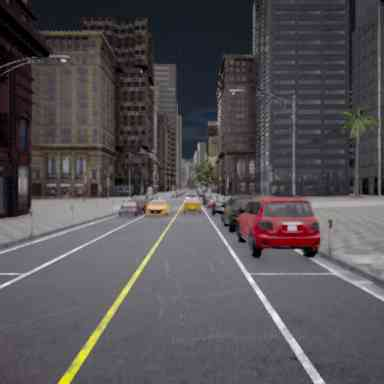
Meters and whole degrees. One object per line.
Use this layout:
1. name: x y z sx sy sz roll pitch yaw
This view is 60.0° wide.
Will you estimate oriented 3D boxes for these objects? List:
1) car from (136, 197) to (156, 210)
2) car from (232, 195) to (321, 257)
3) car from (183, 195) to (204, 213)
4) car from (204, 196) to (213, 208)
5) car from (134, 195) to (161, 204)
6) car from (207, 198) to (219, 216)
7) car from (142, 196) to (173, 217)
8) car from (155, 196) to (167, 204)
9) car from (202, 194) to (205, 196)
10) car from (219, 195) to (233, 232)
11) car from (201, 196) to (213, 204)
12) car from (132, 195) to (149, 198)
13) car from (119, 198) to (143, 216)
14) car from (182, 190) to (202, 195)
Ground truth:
1. car: -5.775 1.403 42.208 1.967 1.590 4.097 0 0 0
2. car: 3.102 1.212 12.960 2.150 2.045 5.566 0 0 0
3. car: 0.042 1.450 36.683 1.882 1.535 5.008 0 0 0
4. car: 2.750 1.543 43.367 1.802 1.307 4.206 0 0 0
5. car: -7.516 1.314 55.612 4.403 1.369 2.008 -1 1 -9
6. car: 2.752 1.543 32.568 1.947 1.339 4.313 0 0 0
7. car: -3.105 1.456 30.887 1.882 1.535 5.008 0 0 0
8. car: -5.781 1.486 61.537 1.802 1.307 4.206 0 0 0
9. car: 2.747 1.497 54.169 1.947 1.339 4.313 0 0 0
10. car: 3.099 1.211 19.960 2.150 2.045 5.566 0 0 0
11. car: 2.745 1.470 61.535 1.947 1.339 4.313 0 0 0
12. car: -5.774 1.287 36.907 2.192 1.841 5.009 0 0 0
13. car: -5.772 1.560 31.606 1.802 1.307 4.206 0 0 0
14. car: -0.006 1.167 49.939 2.150 2.045 5.566 0 0 0
